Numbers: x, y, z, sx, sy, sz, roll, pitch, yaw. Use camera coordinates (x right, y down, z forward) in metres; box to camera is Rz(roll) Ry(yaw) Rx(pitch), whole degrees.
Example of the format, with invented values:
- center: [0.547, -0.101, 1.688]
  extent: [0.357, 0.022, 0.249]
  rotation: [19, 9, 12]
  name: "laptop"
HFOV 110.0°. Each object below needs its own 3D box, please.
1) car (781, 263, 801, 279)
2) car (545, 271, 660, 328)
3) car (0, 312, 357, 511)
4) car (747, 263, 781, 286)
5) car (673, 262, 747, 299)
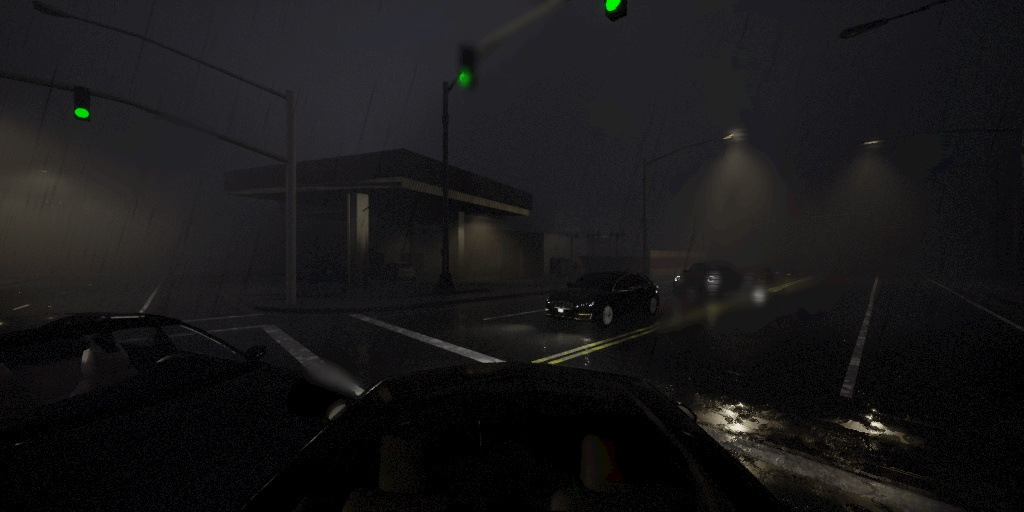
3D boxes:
- center: [24.343, 1.314, 32.057]
  extent: [4.181, 1.385, 1.994]
  rotation: [0, 0, -44]
  name: "car"
- center: [3.083, 1.255, 11.615]
  extent: [4.892, 1.490, 1.837]
  rotation: [0, 0, -44]
  name: "car"
- center: [-3.375, 1.242, 2.708]
  extent: [4.902, 1.511, 2.128]
  rotation: [0, 0, 16]
  name: "car"
- center: [17.087, 1.314, 25.129]
  extent: [4.181, 1.385, 1.994]
  rotation: [0, 0, -45]
  name: "car"
- center: [10.041, 1.102, 18.340]
  extent: [4.553, 1.767, 2.097]
  rotation: [0, 0, -44]
  name: "car"
